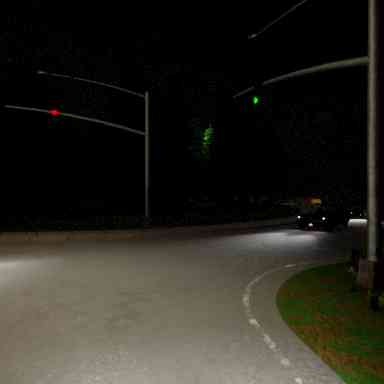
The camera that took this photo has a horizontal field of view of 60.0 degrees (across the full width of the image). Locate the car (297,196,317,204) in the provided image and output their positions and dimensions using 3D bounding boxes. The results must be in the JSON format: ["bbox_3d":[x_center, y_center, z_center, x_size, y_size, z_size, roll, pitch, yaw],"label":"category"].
[{"bbox_3d":[19.634,1.451,56.053,1.882,1.535,5.008,0,0,-16],"label":"car"}]

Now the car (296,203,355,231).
[{"bbox_3d":[8.297,1.574,20.809,1.895,1.301,4.718,0,0,41],"label":"car"}]

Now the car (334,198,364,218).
[{"bbox_3d":[13.792,1.537,29.148,1.994,1.385,4.181,0,0,22],"label":"car"}]

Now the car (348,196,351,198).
[{"bbox_3d":[20.789,1.325,46.342,2.097,1.767,4.553,0,0,3],"label":"car"}]

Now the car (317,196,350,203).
[{"bbox_3d":[16.495,1.477,39.070,1.837,1.490,4.892,0,0,8],"label":"car"}]
